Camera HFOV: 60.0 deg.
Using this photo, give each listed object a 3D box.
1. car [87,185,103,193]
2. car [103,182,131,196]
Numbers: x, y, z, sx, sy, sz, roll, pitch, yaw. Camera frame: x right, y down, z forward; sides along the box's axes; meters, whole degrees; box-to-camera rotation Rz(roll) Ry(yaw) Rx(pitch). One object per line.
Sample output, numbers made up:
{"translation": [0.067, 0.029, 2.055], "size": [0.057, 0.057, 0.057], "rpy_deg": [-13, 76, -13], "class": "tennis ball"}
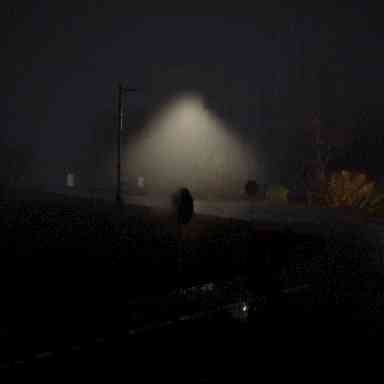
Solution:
{"translation": [-17.387, -0.575, 59.941], "size": [1.882, 1.535, 5.008], "rpy_deg": [0, 2, -35], "class": "car"}
{"translation": [-11.360, -0.496, 51.464], "size": [2.150, 2.045, 5.566], "rpy_deg": [0, 2, -35], "class": "car"}
